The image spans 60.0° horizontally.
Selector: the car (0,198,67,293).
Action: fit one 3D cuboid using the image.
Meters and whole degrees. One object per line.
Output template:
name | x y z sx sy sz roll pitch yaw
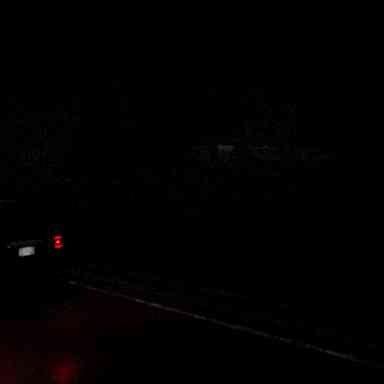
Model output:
car | -5.226 1.163 7.675 5.566 2.045 2.150 1 0 35
